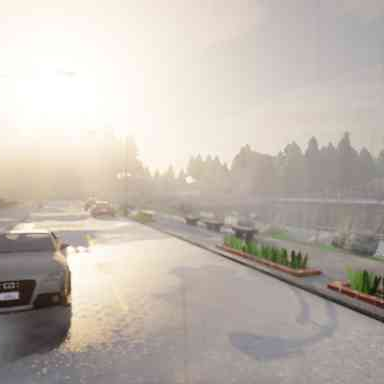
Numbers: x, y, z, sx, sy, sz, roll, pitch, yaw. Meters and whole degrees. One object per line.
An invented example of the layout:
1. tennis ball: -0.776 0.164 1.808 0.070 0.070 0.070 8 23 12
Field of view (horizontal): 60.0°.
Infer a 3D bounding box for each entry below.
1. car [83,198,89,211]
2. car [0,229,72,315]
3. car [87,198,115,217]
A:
1. car: -12.404 1.501 41.471 1.837 1.490 4.892 0 0 -20
2. car: -3.771 1.560 7.433 1.994 1.385 4.181 0 0 -21
3. car: -8.426 1.563 31.075 1.994 1.385 4.181 0 0 -21
